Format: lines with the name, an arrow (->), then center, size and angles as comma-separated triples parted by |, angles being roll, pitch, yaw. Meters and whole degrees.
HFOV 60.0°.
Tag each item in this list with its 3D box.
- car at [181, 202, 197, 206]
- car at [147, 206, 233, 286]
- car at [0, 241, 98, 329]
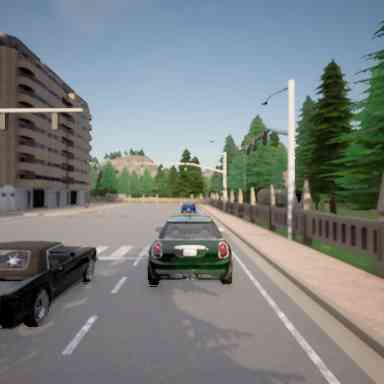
car -> -0.424, 1.998, 43.308 | 1.882, 1.535, 5.008 | 0, 0, -1
car -> -0.051, 1.472, 9.954 | 2.097, 1.767, 4.553 | 0, -1, 0
car -> -3.500, 1.689, 7.080 | 1.895, 1.301, 4.718 | 0, -1, 0
